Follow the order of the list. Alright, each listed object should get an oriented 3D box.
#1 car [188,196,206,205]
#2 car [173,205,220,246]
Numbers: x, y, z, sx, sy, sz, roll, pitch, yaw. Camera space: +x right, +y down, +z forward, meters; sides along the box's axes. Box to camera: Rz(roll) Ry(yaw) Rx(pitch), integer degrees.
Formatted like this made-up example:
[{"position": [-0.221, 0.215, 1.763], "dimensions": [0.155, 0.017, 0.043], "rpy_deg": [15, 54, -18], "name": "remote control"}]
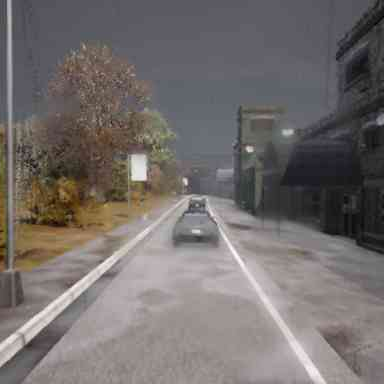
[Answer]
[{"position": [0.574, 1.162, 36.058], "dimensions": [1.812, 1.442, 4.674], "rpy_deg": [0, 1, 2], "name": "car"}, {"position": [0.184, 1.523, 15.118], "dimensions": [1.994, 1.385, 4.181], "rpy_deg": [0, 0, 1], "name": "car"}]
